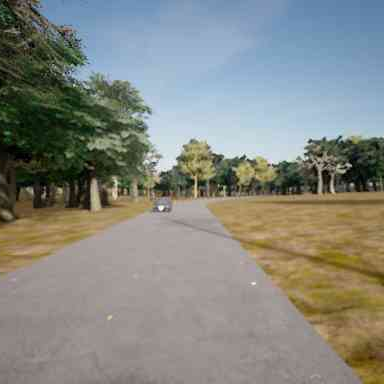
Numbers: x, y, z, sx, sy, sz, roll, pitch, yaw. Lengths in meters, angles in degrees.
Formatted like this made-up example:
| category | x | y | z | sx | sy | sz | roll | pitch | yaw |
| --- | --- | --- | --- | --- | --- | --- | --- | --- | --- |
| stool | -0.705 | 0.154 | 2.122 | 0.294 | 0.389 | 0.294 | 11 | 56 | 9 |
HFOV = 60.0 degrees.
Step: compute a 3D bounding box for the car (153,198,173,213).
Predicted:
| category | x | y | z | sx | sy | sz | roll | pitch | yaw |
| --- | --- | --- | --- | --- | --- | --- | --- | --- | --- |
| car | -3.079 | 1.399 | 35.703 | 2.128 | 1.511 | 4.902 | 0 | 0 | 0 |
